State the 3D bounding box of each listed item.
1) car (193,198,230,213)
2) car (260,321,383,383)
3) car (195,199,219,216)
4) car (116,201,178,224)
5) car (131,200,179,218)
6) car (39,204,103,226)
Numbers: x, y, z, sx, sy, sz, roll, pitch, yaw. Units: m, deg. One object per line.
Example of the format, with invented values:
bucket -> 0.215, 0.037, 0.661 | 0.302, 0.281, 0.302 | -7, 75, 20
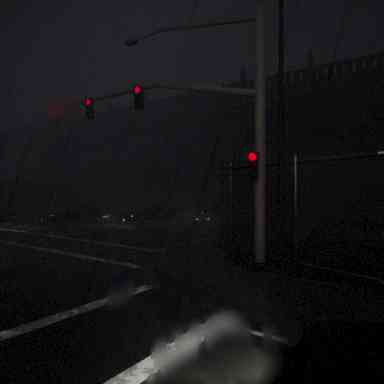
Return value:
car -> 2.357, 1.547, 39.798 | 2.128, 1.511, 4.902 | 0, 0, 35
car -> 3.041, 1.547, 1.799 | 5.357, 1.411, 2.033 | 0, 0, 36
car -> 2.527, 1.603, 33.997 | 2.033, 1.411, 5.357 | 0, 0, 35
car -> -3.306, 1.603, 25.785 | 2.033, 1.411, 5.357 | 0, 0, 35
car -> -3.421, 1.581, 31.659 | 1.812, 1.442, 4.674 | 0, 0, 36
car -> -8.708, 1.581, 24.258 | 1.812, 1.442, 4.674 | 0, 0, 37
